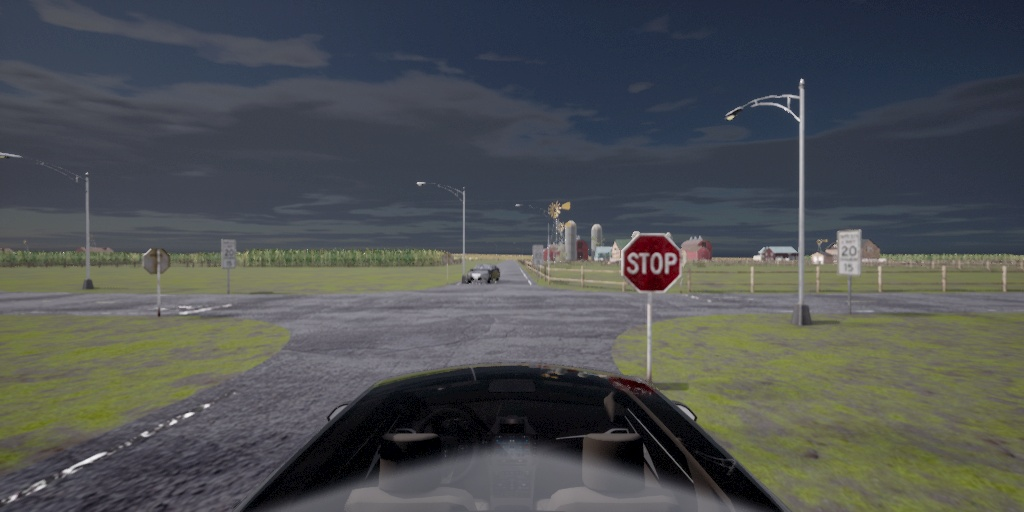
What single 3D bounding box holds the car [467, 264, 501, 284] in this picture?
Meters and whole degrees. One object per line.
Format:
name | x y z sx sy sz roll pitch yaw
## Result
car | -2.226 1.380 29.300 2.128 1.511 4.902 0 0 11
